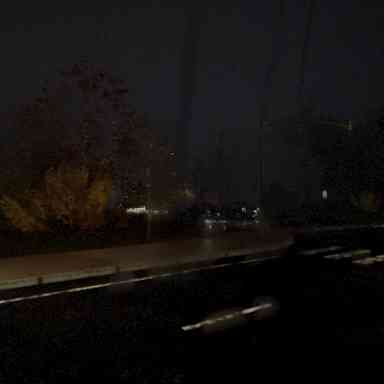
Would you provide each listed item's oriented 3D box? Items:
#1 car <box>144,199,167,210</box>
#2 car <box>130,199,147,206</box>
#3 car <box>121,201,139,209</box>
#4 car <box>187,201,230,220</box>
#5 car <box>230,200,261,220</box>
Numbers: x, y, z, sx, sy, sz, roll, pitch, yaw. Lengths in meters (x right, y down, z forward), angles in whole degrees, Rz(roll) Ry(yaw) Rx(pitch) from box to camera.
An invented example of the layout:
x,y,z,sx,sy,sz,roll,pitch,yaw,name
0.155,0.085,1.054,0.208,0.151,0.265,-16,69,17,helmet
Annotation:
x,y,z,sx,sy,sz,roll,pitch,yaw,name
-5.371,1.795,50.645,2.097,1.767,4.553,1,-1,-26,car
-11.342,2.197,69.944,2.033,1.411,5.357,1,-1,-27,car
-9.713,2.041,52.073,1.895,1.301,4.718,1,-1,-26,car
1.162,1.706,30.375,1.837,1.490,4.892,1,-1,-27,car
4.422,1.580,31.132,2.097,1.767,4.553,1,-1,-27,car
